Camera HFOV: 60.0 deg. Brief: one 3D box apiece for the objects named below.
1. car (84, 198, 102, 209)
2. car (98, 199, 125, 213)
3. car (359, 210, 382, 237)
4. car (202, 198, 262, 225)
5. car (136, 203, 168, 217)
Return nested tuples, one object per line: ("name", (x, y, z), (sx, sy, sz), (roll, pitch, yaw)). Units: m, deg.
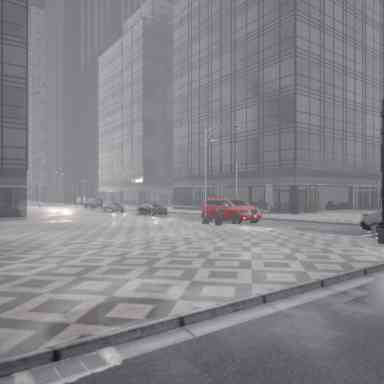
("car", (-18.272, 2.148, 61.882), (2.150, 2.045, 5.566), (0, -1, -37))
("car", (-11.083, 2.168, 46.580), (1.837, 1.490, 4.892), (0, -1, -36))
("car", (11.220, 1.570, 16.933), (4.902, 1.511, 2.128), (-2, -1, 42))
("car", (3.066, 1.511, 26.983), (2.150, 2.045, 5.566), (0, -1, -37))
("car", (-4.540, 1.965, 37.484), (1.882, 1.535, 5.008), (0, -1, -36))
